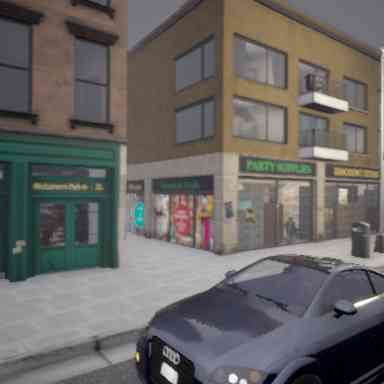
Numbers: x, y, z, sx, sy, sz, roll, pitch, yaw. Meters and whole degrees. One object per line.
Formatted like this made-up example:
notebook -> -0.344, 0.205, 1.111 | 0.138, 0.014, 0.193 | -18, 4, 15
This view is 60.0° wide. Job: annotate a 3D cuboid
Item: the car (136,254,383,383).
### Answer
car -> 1.403, 1.586, 4.379 | 4.181, 1.385, 1.994 | 0, 0, -35
